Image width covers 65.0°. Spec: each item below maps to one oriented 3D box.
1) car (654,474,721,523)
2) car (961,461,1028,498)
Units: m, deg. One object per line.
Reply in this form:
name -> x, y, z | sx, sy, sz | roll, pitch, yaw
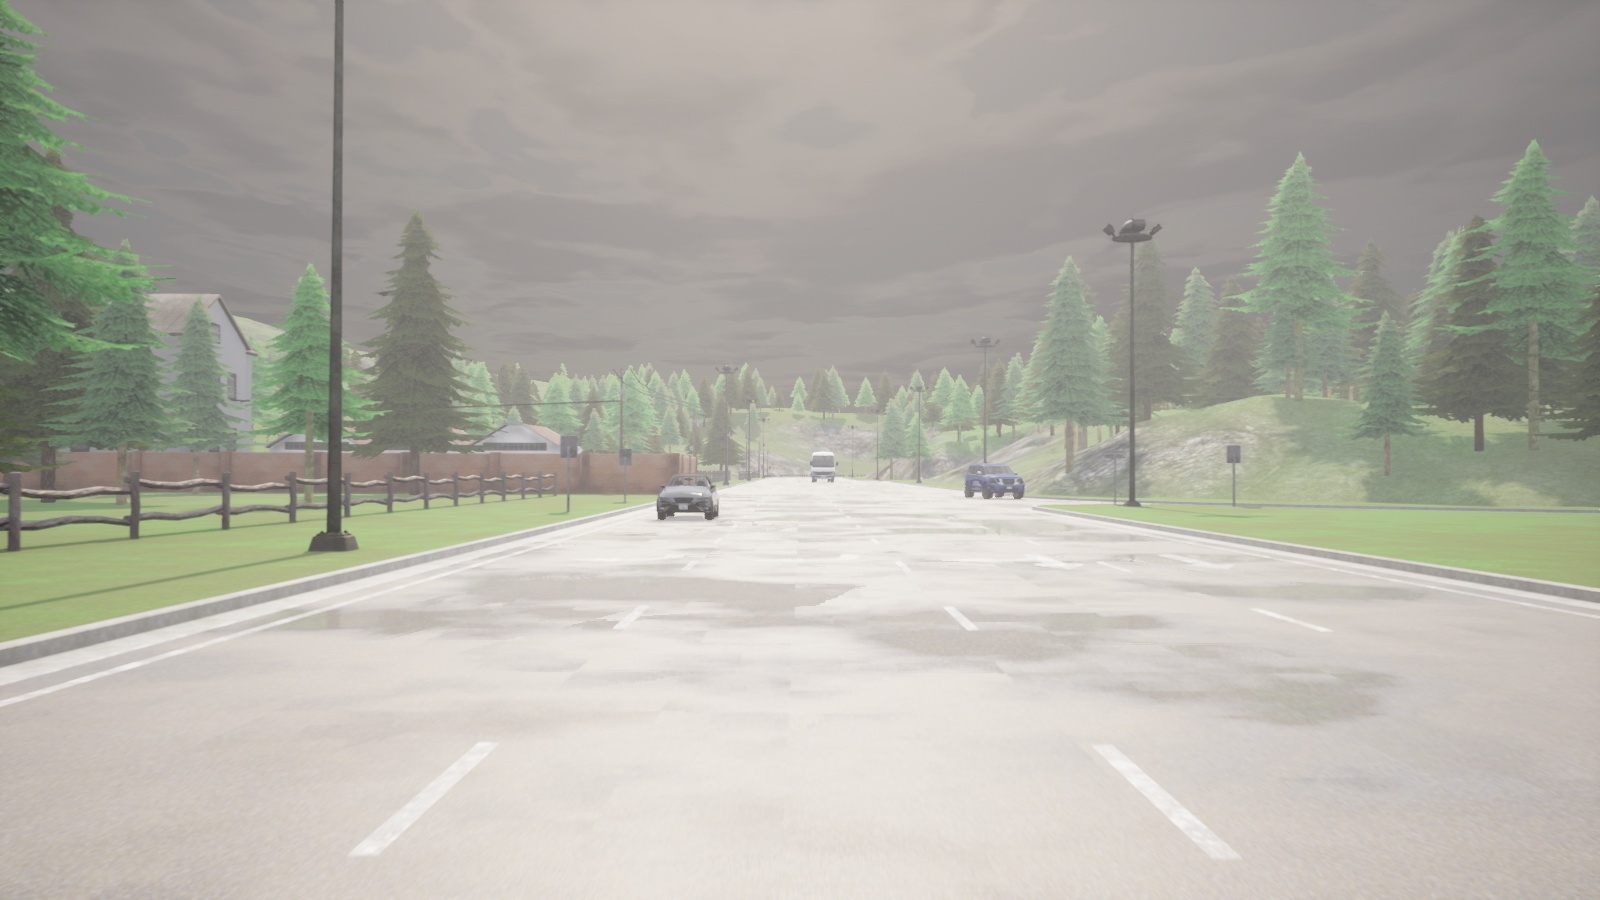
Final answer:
car -> -3.590, 1.524, 40.720 | 1.816, 1.474, 4.193 | 0, -1, 0
car -> 11.263, 1.712, 73.069 | 2.150, 2.045, 5.566 | 0, -1, -10
